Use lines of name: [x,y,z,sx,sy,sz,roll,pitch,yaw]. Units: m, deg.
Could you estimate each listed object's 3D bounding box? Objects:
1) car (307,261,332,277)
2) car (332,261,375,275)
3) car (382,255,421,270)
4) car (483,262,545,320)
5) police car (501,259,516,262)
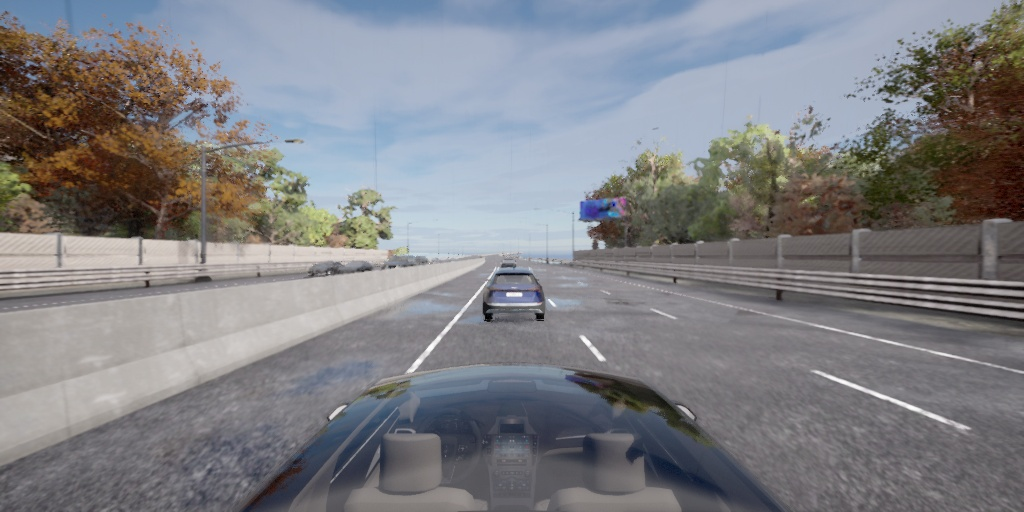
car: [-17.927,1.247,34.934,1.837,1.490,4.892,0,0,-1]
car: [-14.399,1.219,33.373,1.882,1.535,5.008,0,0,-1]
car: [-10.932,0.960,35.218,2.150,2.045,5.566,0,0,-1]
car: [0.054,1.176,12.577,2.033,1.649,4.856,0,0,0]
police car: [-0.427,1.158,43.973,1.930,1.638,5.238,0,0,-1]
